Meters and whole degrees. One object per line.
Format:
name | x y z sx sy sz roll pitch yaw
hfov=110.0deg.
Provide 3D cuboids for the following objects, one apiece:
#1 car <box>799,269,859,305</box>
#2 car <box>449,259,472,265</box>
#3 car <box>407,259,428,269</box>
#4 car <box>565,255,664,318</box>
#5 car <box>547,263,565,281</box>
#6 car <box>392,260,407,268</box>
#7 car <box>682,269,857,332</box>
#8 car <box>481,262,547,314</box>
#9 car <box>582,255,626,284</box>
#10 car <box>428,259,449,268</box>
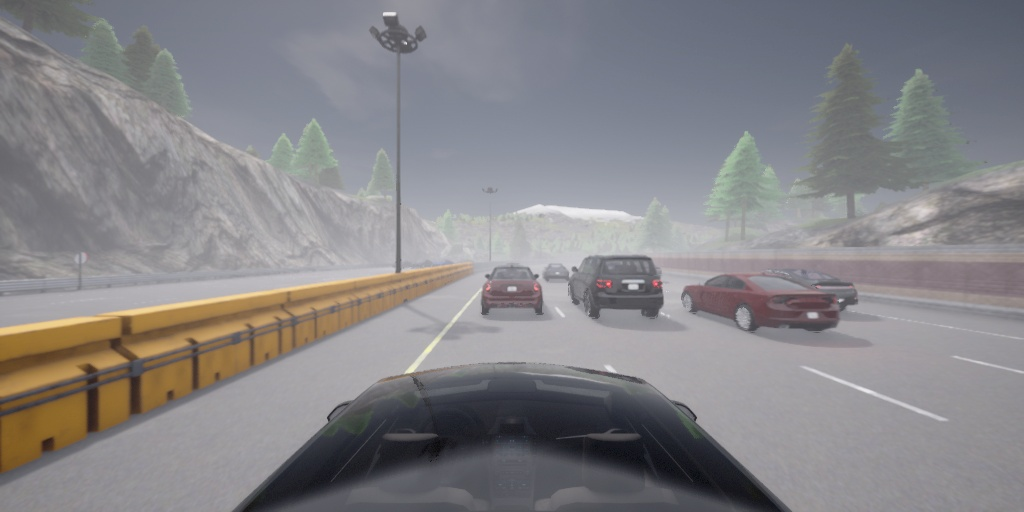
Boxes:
car | 10.506 1.228 13.915 2.128 1.511 4.902 0 0 0
car | -7.467 1.216 55.956 2.128 1.511 4.902 0 0 12
car | -14.306 1.206 57.463 1.882 1.535 5.008 0 0 12
car | 3.507 0.966 13.035 2.150 2.045 5.566 0 0 0
car | 3.609 1.297 29.699 1.994 1.385 4.181 0 0 2
car | -17.734 1.294 58.174 1.994 1.385 4.181 0 0 11
car | 7.003 1.219 10.815 1.882 1.535 5.008 0 0 0
car | 0.007 1.094 13.816 2.097 1.767 4.553 0 0 0
car | 7.034 0.955 28.057 2.150 2.045 5.566 0 0 2
car | -10.908 1.204 56.602 1.882 1.535 5.008 0 0 12
